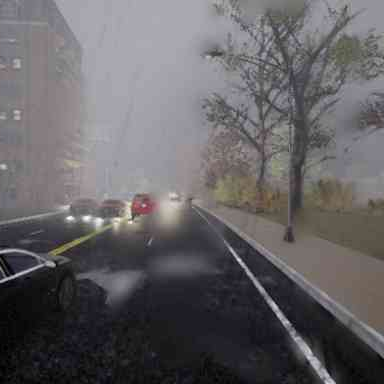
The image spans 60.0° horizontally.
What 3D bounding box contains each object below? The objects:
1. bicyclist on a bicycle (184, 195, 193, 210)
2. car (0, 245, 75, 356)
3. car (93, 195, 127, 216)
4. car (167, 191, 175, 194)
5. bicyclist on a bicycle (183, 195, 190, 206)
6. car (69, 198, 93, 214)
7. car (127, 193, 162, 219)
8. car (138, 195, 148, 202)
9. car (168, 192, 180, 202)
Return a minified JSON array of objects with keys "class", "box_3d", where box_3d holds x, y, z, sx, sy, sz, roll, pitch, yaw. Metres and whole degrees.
[{"class":"bicyclist on a bicycle","box_3d":[-0.221,1.208,38.095,0.659,1.776,1.843,0,0,-3]},{"class":"car","box_3d":[-3.194,1.474,4.643,2.128,1.511,4.902,0,0,0]},{"class":"car","box_3d":[-7.343,1.356,30.611,1.882,1.535,5.008,0,0,-3]},{"class":"car","box_3d":[-4.512,0.882,78.080,2.150,2.045,5.566,0,0,-7]},{"class":"bicyclist on a bicycle","box_3d":[-0.819,1.231,47.837,0.866,1.612,1.509,0,0,-4]},{"class":"car","box_3d":[-10.724,1.348,33.284,1.882,1.535,5.008,0,0,-3]},{"class":"car","box_3d":[-3.775,1.107,28.001,2.150,2.045,5.566,0,0,-2]},{"class":"car","box_3d":[-10.093,1.281,69.221,1.895,1.301,4.718,0,0,-6]},{"class":"car","box_3d":[-3.479,1.302,68.678,1.895,1.301,4.718,0,0,-5]}]
